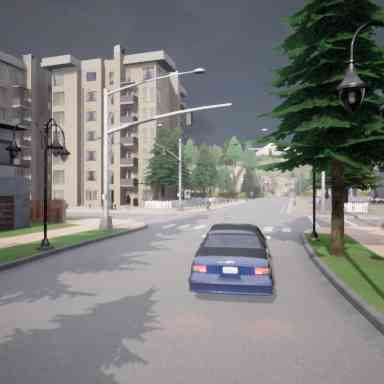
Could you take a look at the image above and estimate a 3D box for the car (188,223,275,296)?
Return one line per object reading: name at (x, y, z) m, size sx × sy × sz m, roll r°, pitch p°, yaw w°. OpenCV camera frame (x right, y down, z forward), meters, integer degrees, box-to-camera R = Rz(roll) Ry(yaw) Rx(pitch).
car at (1.138, 1.547, 8.865) m, size 2.033 × 1.411 × 5.357 m, roll 0°, pitch 0°, yaw 9°
